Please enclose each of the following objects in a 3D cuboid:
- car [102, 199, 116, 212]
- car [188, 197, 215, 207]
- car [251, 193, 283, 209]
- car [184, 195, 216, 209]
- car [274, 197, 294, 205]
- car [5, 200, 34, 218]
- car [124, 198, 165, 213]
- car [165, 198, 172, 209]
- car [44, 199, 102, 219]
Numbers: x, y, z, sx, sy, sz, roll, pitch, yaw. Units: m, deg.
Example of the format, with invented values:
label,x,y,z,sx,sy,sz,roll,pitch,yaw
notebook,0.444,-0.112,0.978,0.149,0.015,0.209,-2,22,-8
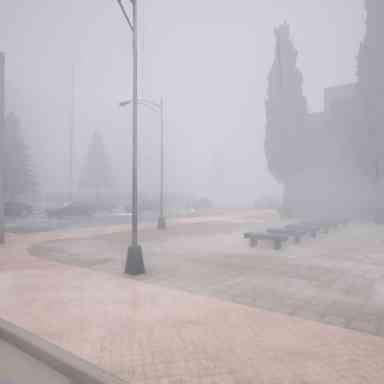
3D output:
label,x,y,z,sx,sy,sz,roll,pitch,yaw
car,-10.424,1.491,35.890,2.128,1.511,4.902,0,0,38
car,1.493,1.564,51.303,1.994,1.385,4.181,0,0,38
car,10.415,1.353,45.405,2.097,1.767,4.553,0,0,38
car,0.902,1.505,44.834,1.837,1.490,4.892,0,0,38
car,16.398,1.564,58.909,1.994,1.385,4.181,0,0,38
car,-16.207,1.505,28.462,1.837,1.490,4.892,0,0,39
car,-5.438,1.564,36.612,1.994,1.385,4.181,0,0,38
car,-4.659,1.505,43.363,1.837,1.490,4.892,0,0,38
car,-10.742,1.526,29.708,1.812,1.442,4.674,0,0,37
